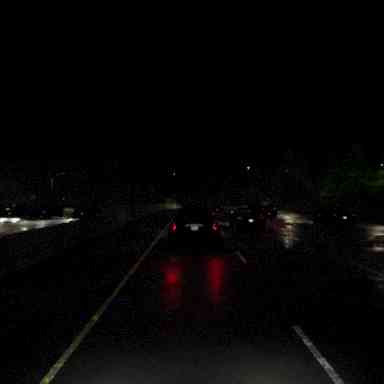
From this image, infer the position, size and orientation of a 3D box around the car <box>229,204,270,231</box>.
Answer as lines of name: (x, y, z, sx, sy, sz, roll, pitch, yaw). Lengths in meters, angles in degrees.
car: (3.601, 1.739, 22.237, 1.994, 1.385, 4.181, 0, -1, 0)

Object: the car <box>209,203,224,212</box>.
car: (3.599, 2.244, 49.435, 1.895, 1.301, 4.718, 0, -1, 0)

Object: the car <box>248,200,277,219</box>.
car: (7.099, 1.822, 33.060, 2.128, 1.511, 4.902, 0, -1, 0)

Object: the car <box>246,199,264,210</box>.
car: (10.597, 2.143, 56.084, 2.097, 1.767, 4.553, 0, -2, 0)

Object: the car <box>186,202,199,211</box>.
car: (0.097, 2.326, 53.690, 1.994, 1.385, 4.181, 0, -2, 0)

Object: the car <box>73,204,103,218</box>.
car: (-10.515, 1.907, 33.762, 1.994, 1.385, 4.181, 0, -1, 1)

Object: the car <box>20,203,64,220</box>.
car: (-14.035, 1.790, 31.999, 1.882, 1.535, 5.008, 0, -1, 1)

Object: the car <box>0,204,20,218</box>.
car: (-17.510, 1.910, 33.936, 1.994, 1.385, 4.181, 0, -1, 1)

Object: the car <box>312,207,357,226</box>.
car: (10.600, 1.776, 25.085, 1.994, 1.385, 4.181, 0, -1, 0)

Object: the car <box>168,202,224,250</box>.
car: (0.101, 1.448, 15.014, 2.097, 1.767, 4.553, 0, -1, 0)
